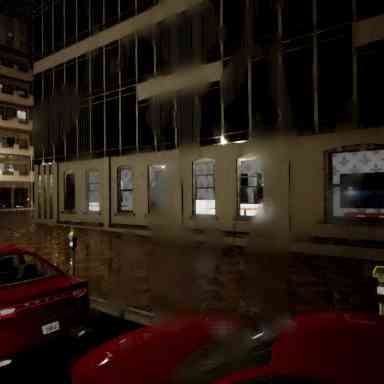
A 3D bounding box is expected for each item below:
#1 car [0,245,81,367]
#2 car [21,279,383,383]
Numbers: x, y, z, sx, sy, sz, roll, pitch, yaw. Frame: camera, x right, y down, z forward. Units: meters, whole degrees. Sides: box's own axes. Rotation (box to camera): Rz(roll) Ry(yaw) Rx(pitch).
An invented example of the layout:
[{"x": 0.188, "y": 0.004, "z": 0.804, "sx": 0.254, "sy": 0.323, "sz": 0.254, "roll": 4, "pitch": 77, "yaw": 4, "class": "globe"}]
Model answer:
[{"x": -3.561, "y": 1.546, "z": 5.414, "sx": 4.507, "sy": 1.381, "sz": 1.887, "roll": 0, "pitch": -1, "yaw": 35, "class": "car"}, {"x": 1.016, "y": 1.545, "z": 2.158, "sx": 4.507, "sy": 1.381, "sz": 1.887, "roll": 0, "pitch": -1, "yaw": 35, "class": "car"}]
